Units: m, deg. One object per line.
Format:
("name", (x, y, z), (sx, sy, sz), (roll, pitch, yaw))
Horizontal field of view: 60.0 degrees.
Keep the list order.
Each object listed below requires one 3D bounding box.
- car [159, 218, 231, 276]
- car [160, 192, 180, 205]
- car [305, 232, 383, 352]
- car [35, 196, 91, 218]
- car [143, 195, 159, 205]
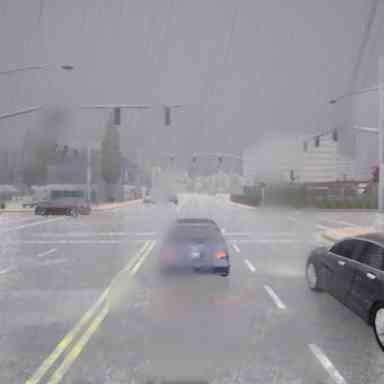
("car", (0.079, 1.509, 10.196), (2.033, 1.411, 5.357), (0, 0, 0))
("car", (-3.572, 1.021, 55.964), (2.150, 2.045, 5.566), (0, 0, 0))
("car", (3.560, 1.483, 5.939), (1.837, 1.490, 4.892), (0, 0, 0))
("car", (-11.184, 1.248, 28.758), (4.553, 1.767, 2.097), (0, 0, 13))
("car", (-7.075, 1.325, 55.716), (1.812, 1.442, 4.674), (0, 0, 0))
